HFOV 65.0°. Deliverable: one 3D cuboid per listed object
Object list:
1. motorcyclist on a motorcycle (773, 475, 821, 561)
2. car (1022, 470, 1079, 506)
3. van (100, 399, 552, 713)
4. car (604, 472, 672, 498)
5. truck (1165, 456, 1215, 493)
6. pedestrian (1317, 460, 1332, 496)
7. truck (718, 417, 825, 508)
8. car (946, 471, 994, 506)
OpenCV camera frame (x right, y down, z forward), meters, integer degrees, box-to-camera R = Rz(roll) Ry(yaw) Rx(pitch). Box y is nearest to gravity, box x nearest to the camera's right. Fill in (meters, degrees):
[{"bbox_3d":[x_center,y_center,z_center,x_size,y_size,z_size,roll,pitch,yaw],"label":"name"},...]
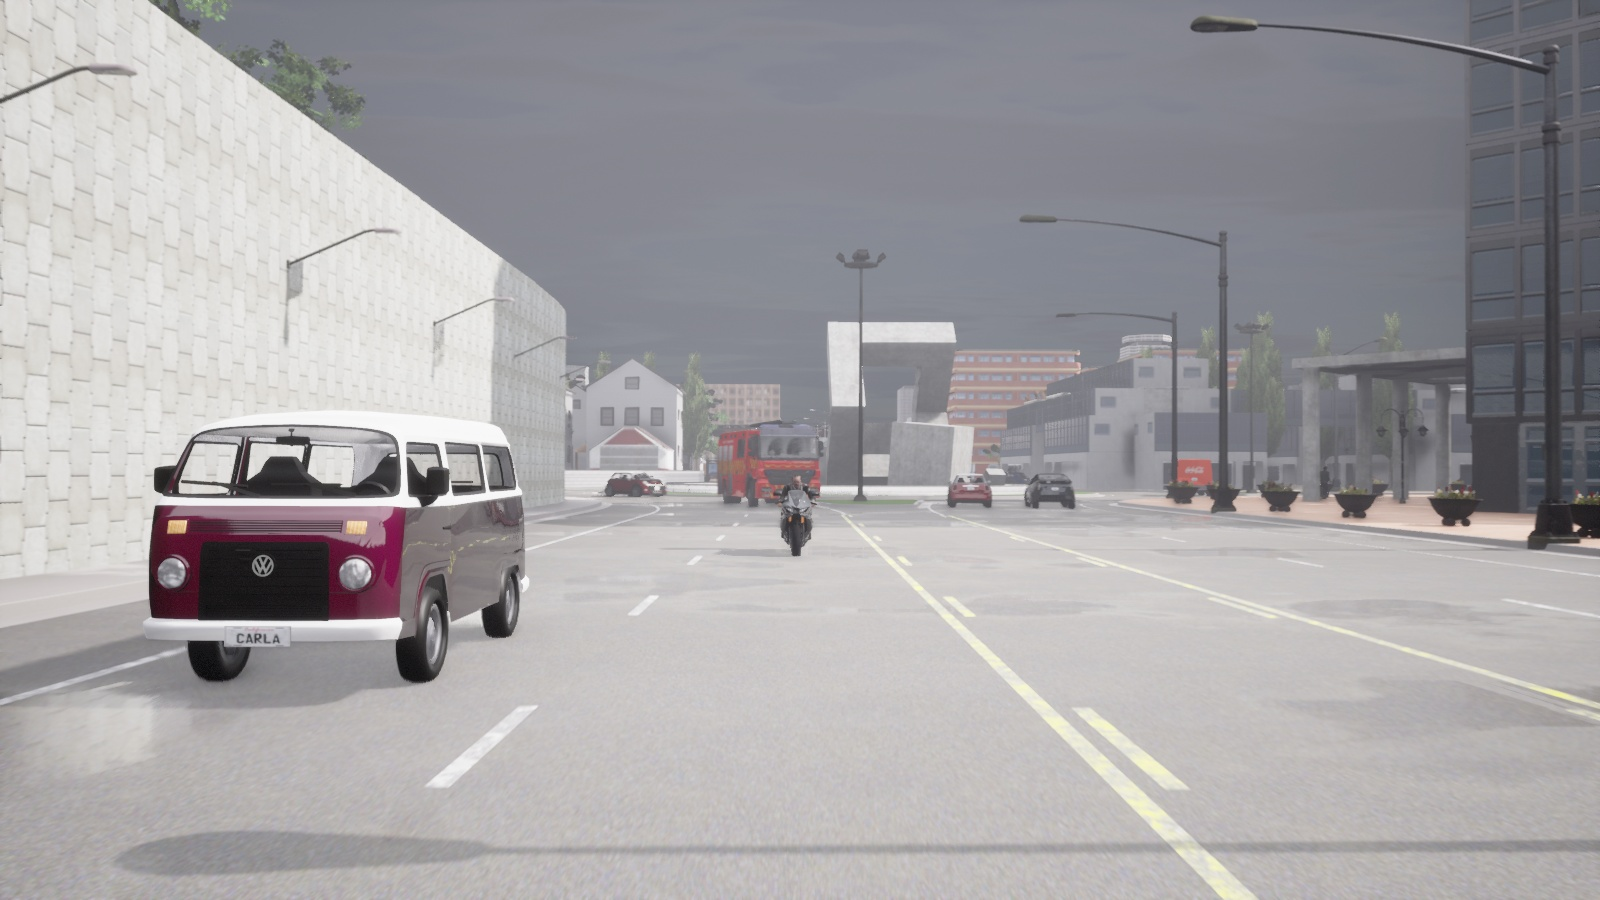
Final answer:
[{"bbox_3d":[-0.057,1.246,23.680,0.866,1.530,2.191,0,-1,0],"label":"motorcyclist on a motorcycle"},{"bbox_3d":[10.981,1.643,55.310,2.007,1.525,4.514,0,-1,5],"label":"car"},{"bbox_3d":[-3.527,0.727,10.422,2.069,2.038,4.480,0,-1,0],"label":"van"},{"bbox_3d":[-9.495,2.046,73.361,3.806,1.475,1.970,-1,-1,43],"label":"car"},{"bbox_3d":[26.417,1.648,85.191,2.627,2.467,5.204,0,-1,10],"label":"truck"},{"bbox_3d":[28.612,1.516,68.485,0.788,1.949,0.423,1,-1,-39],"label":"pedestrian"},{"bbox_3d":[-1.454,0.613,57.202,2.891,3.827,8.468,0,-1,-15],"label":"truck"},{"bbox_3d":[7.542,1.688,56.010,1.970,1.475,3.806,0,-1,5],"label":"car"}]
